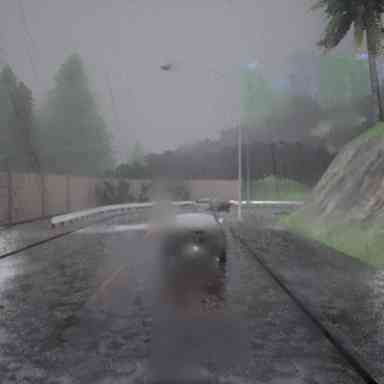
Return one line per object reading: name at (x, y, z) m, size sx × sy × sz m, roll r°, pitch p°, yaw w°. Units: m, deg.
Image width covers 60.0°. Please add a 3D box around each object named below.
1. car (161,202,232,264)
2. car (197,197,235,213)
car at (0.077, 1.331, 11.284) m, size 1.882 × 1.535 × 5.008 m, roll 0°, pitch 1°, yaw 0°
car at (1.955, 1.127, 28.383) m, size 2.128 × 1.511 × 4.902 m, roll 0°, pitch 0°, yaw 32°
